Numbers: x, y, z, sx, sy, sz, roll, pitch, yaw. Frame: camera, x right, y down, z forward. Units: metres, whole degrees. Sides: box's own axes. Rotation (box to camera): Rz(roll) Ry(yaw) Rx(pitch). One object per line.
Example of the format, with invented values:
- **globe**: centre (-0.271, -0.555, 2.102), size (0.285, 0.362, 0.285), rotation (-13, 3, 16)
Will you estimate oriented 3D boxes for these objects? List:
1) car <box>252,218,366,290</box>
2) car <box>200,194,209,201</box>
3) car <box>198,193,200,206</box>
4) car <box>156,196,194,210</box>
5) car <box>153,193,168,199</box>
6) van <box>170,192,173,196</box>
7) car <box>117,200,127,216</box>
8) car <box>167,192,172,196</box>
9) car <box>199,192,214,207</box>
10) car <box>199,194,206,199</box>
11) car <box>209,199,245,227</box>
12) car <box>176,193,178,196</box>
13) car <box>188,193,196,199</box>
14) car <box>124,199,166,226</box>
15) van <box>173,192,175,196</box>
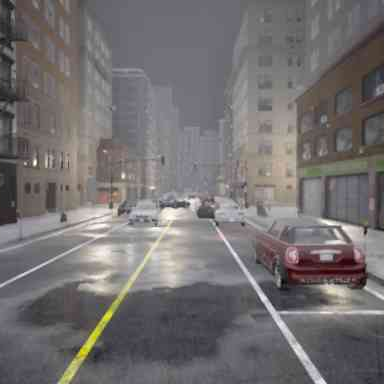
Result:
- **car**: centre (2.845, 1.397, 8.981), size (1.967, 1.590, 4.097), rotation (-1, 0, 0)
- **car**: centre (2.825, 1.254, 74.768), size (1.752, 1.417, 4.829), rotation (-1, 0, 0)
- **car**: centre (2.824, 1.081, 63.426), size (2.192, 1.841, 5.009), rotation (-1, 0, 0)
- **car**: centre (-2.066, 1.458, 40.545), size (1.895, 1.301, 4.718), rotation (0, 0, 28)
- **car**: centre (-5.698, 1.350, 57.838), size (1.947, 1.339, 4.313), rotation (-1, 0, 0)
- **van**: centre (-5.707, 1.071, 74.595), size (1.690, 1.788, 3.998), rotation (-1, 0, 0)
- **car**: centre (-5.688, 1.433, 30.965), size (1.947, 1.339, 4.313), rotation (-1, 0, 0)
- **car**: centre (-5.703, 1.274, 68.840), size (1.752, 1.417, 4.829), rotation (-1, 0, 0)
- **car**: centre (2.825, 1.098, 57.840), size (2.192, 1.841, 5.009), rotation (-1, 0, 0)
- **car**: centre (2.822, 1.195, 91.526), size (1.752, 1.417, 4.829), rotation (-1, 0, 0)
- **car**: centre (2.344, 1.427, 21.901), size (1.812, 1.442, 4.674), rotation (0, 0, 0)
- **car**: centre (-5.714, 0.985, 91.353), size (2.192, 1.841, 5.009), rotation (-1, 0, 0)
- **car**: centre (-0.032, 1.180, 85.608), size (1.837, 1.490, 4.892), rotation (0, 0, 0)
- **car**: centre (-3.093, 1.423, 22.797), size (1.812, 1.442, 4.674), rotation (0, 0, 0)
- **van**: centre (-5.709, 1.051, 80.181), size (1.690, 1.788, 3.998), rotation (-1, 0, 0)
